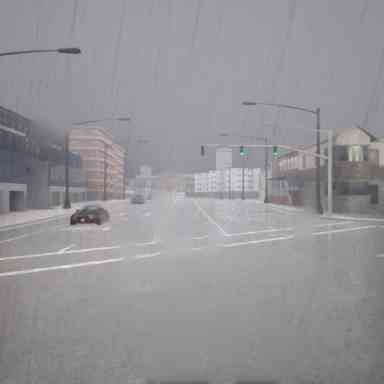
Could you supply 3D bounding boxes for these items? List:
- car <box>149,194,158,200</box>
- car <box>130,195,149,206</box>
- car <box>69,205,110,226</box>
[{"bbox_3d":[-8.881,1.170,75.700,1.994,1.385,4.181,0,-1,-2],"label":"car"},{"bbox_3d":[-8.030,1.239,49.917,1.837,1.490,4.892,0,2,-2],"label":"car"},{"bbox_3d":[-7.166,1.629,23.618,1.994,1.385,4.181,0,0,-2],"label":"car"}]
